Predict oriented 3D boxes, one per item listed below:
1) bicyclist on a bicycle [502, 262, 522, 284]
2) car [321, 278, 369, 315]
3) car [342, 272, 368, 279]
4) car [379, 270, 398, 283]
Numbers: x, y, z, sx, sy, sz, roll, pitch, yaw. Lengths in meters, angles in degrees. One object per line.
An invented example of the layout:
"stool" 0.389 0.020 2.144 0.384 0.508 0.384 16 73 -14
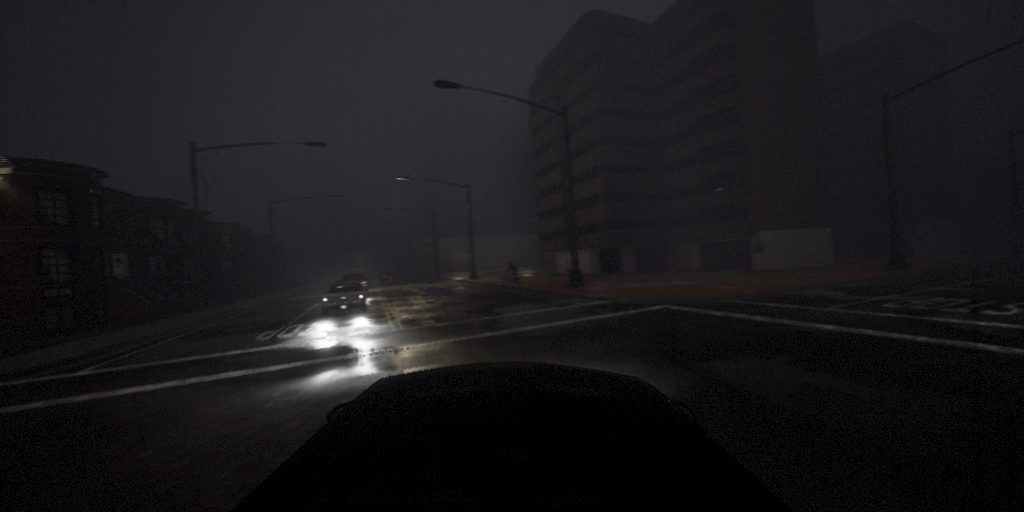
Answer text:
"bicyclist on a bicycle" -0.020 1.261 26.722 1.656 1.620 0.582 -4 -1 -22
"car" -8.271 2.014 17.892 1.895 1.301 4.718 -4 -1 -22
"car" -11.918 2.088 26.951 2.097 1.767 4.553 -4 -1 -22
"car" -16.294 2.782 47.730 1.994 1.385 4.181 -4 -1 -21
